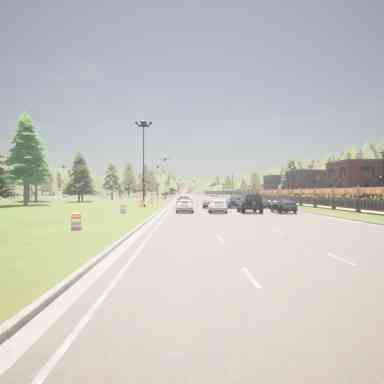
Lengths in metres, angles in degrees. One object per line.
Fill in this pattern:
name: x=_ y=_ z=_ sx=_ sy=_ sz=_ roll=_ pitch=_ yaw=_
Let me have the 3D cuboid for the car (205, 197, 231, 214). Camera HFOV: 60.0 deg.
car: x=2.717 y=1.526 z=35.679 sx=1.812 sy=1.442 sz=4.674 roll=0 pitch=0 yaw=-1

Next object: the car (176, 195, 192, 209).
car: x=-1.079 y=1.352 z=46.264 sx=2.097 sy=1.767 sz=4.553 roll=0 pitch=0 yaw=-1

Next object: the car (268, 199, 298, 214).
car: x=9.718 y=1.491 z=35.428 sx=2.128 sy=1.511 sz=4.902 roll=0 pitch=0 yaw=-1

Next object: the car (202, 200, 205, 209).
car: x=2.424 y=1.601 z=45.788 sx=1.895 sy=1.301 sz=4.718 roll=0 pitch=0 yaw=-1

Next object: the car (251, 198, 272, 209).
car: x=9.432 y=1.564 z=45.417 sx=1.994 sy=1.385 sz=4.181 roll=0 pitch=0 yaw=-1

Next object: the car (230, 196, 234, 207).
car: x=5.920 y=1.352 z=46.298 sx=2.097 sy=1.767 sz=4.553 roll=0 pitch=0 yaw=-1

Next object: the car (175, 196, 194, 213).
car: x=-0.798 y=1.526 z=36.253 sx=1.812 sy=1.442 sz=4.674 roll=0 pitch=0 yaw=-1

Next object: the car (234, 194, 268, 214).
car: x=6.204 y=1.221 z=35.822 sx=2.150 sy=2.045 sz=5.566 roll=0 pitch=0 yaw=0
